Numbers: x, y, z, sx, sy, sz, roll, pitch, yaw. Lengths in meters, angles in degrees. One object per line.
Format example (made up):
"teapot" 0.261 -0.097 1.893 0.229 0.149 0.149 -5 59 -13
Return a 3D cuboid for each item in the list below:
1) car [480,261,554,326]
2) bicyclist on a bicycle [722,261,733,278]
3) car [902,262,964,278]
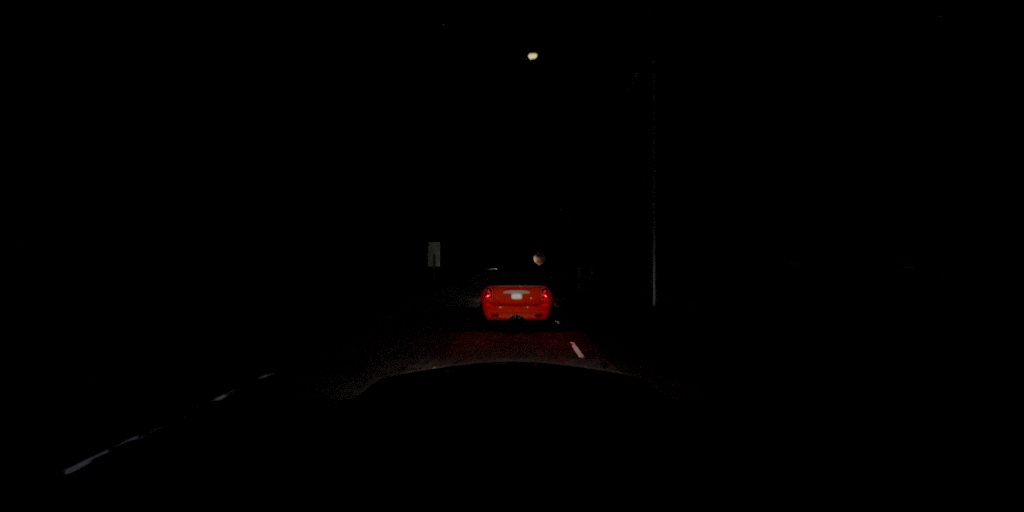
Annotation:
"car" 0.131 1.139 11.960 2.097 1.767 4.553 0 0 0
"bicyclist on a bicycle" 20.015 1.294 33.305 0.582 1.620 1.656 0 0 0
"car" 42.619 1.425 36.386 5.008 1.535 1.882 1 -2 1
